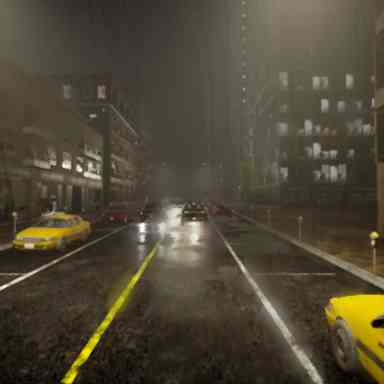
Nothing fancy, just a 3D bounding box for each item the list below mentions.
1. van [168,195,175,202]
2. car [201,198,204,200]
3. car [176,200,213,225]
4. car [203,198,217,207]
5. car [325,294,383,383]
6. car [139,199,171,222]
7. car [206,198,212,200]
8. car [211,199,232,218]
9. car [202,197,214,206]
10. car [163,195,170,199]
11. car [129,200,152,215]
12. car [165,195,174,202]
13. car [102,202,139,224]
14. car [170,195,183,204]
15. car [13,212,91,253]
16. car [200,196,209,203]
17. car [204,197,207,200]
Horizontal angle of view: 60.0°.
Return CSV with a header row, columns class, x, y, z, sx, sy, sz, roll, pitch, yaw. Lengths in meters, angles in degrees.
class,x,y,z,sx,sy,sz,roll,pitch,yaw
van,-5.461,1.601,88.208,1.690,1.788,3.998,1,0,0
car,0.199,1.710,41.843,1.895,1.301,4.718,0,0,0
car,0.158,1.554,24.210,2.128,1.511,4.902,0,0,0
car,2.801,1.694,53.880,2.008,1.369,4.403,1,0,0
car,2.680,1.532,2.769,1.752,1.417,4.829,1,0,0
car,-3.033,1.575,27.156,1.837,1.490,4.892,0,0,0
car,2.760,1.640,36.786,1.887,1.381,4.507,1,0,0
car,2.746,1.662,31.088,1.802,1.307,4.206,1,0,0
car,2.814,1.705,59.578,1.887,1.381,4.507,1,0,0
car,-5.505,1.724,70.944,1.752,1.417,4.829,1,0,0
car,-5.586,1.622,36.760,1.752,1.417,4.829,1,0,0
car,-5.476,1.680,82.509,1.967,1.590,4.097,1,0,0
car,-5.613,1.611,25.534,1.887,1.381,4.507,1,0,0
car,-2.838,1.728,67.970,2.033,1.411,5.357,0,0,0
car,-5.641,1.561,13.970,1.752,1.417,4.829,1,0,0
car,2.855,1.762,76.671,1.887,1.381,4.507,1,0,0
car,2.775,1.637,42.655,1.752,1.417,4.829,1,0,0
